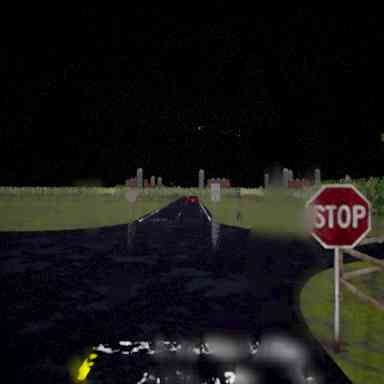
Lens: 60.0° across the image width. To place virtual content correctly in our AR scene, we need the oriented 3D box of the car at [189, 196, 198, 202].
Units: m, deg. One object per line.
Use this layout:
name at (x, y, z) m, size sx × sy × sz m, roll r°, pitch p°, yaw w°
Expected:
car at (0.247, 1.430, 70.578) m, size 1.895 × 1.301 × 4.718 m, roll 0°, pitch 0°, yaw 0°

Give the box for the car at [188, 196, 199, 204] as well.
car at (0.210, 1.421, 60.128) m, size 1.882 × 1.535 × 5.008 m, roll 0°, pitch 0°, yaw 0°
